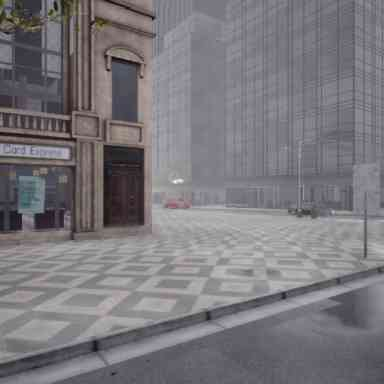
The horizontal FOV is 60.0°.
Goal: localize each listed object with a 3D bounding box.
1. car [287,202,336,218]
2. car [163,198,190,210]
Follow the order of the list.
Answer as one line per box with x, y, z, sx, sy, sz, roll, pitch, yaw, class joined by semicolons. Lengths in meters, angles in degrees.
11.826;1.791;33.133;2.128;1.511;4.902;0;-1;-35;car
-2.554;1.909;53.605;2.150;2.045;5.566;0;-1;-35;car
